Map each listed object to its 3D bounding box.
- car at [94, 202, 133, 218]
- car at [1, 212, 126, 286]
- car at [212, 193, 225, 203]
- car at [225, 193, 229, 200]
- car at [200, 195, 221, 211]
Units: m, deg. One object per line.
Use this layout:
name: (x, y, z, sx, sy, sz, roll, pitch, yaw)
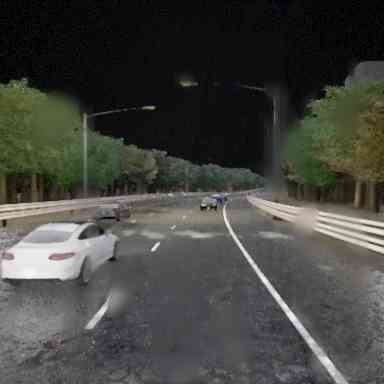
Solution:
car: (-6.010, 1.489, 25.756, 2.033, 1.411, 5.357, 0, 0, 4)
car: (-3.378, 1.525, 9.324, 1.812, 1.442, 4.674, 0, 0, 1)
car: (4.042, 1.058, 54.948, 1.882, 1.535, 5.008, 0, 1, 8)
car: (6.905, 0.997, 73.217, 1.994, 1.385, 4.181, 0, 0, 11)
car: (2.010, 1.397, 38.267, 1.895, 1.301, 4.718, 0, 1, 5)
